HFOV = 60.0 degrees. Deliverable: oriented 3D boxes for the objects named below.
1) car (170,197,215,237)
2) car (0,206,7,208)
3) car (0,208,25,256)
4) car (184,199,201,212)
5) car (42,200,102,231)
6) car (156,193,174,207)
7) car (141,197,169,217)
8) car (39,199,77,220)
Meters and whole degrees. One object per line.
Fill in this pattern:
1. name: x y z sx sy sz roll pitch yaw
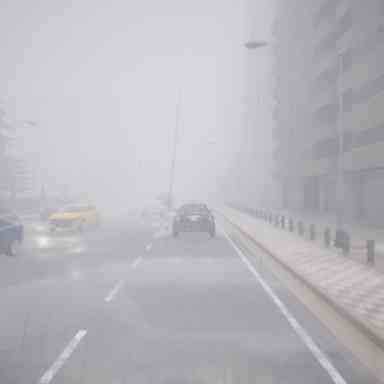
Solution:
1. car: 0.100 1.340 18.219 2.097 1.767 4.553 0 0 0
2. car: -10.565 1.495 16.835 1.837 1.490 4.892 0 0 0
3. car: -7.089 1.472 10.183 1.882 1.535 5.008 0 0 0
4. car: 0.080 1.538 39.897 1.994 1.385 4.181 0 0 0
5. car: -7.037 1.465 20.506 1.882 1.535 5.008 0 0 0
6. car: -3.450 1.192 42.658 2.150 2.045 5.566 0 0 2
7. car: -3.475 1.506 30.758 1.812 1.442 4.674 0 0 1
8. car: -10.501 1.336 27.001 2.097 1.767 4.553 0 0 0
